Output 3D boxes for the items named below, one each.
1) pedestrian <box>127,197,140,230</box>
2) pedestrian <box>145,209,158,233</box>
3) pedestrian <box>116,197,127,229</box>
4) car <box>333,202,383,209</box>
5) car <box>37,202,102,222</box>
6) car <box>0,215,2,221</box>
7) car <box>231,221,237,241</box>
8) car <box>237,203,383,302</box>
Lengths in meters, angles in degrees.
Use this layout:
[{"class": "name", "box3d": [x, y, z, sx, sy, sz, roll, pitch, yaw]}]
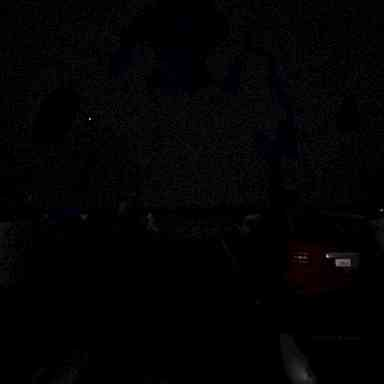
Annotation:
[{"class": "pedestrian", "box3d": [-3.116, 1.143, 17.765, 0.375, 1.860, 0.375, 0, 0, 0]}, {"class": "pedestrian", "box3d": [-2.082, 1.421, 17.100, 0.375, 1.300, 0.375, 0, 0, 0]}, {"class": "pedestrian", "box3d": [-3.830, 1.141, 18.362, 0.375, 1.860, 0.375, 0, 0, 0]}, {"class": "car", "box3d": [10.998, 1.445, 23.824, 4.181, 1.385, 1.994, 0, 0, 0]}, {"class": "car", "box3d": [-9.847, 1.574, 26.888, 5.008, 1.535, 1.882, -1, 0, 0]}, {"class": "car", "box3d": [-16.397, 1.695, 23.975, 4.902, 1.511, 2.128, -1, 0, 0]}, {"class": "car", "box3d": [2.633, 1.525, 13.902, 1.752, 1.417, 4.829, 0, 0, 0]}, {"class": "car", "box3d": [2.634, 1.315, 8.186, 2.192, 1.841, 5.009, 0, 0, 0]}]
